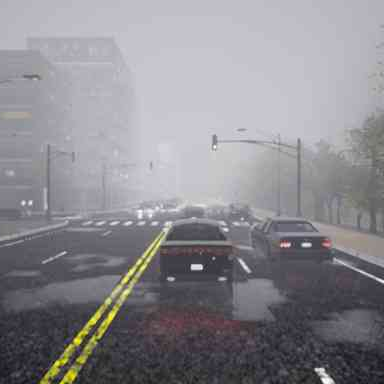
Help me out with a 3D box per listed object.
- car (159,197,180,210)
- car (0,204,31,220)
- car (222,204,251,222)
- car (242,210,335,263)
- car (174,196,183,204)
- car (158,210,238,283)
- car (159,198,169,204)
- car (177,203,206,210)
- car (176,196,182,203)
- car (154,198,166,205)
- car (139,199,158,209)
[{"bbox_3d":[-3.274,1.816,49.187,2.033,1.411,5.357,0,0,0],"label":"car"},{"bbox_3d":[-18.296,1.891,32.359,4.902,1.511,2.128,-1,0,-1],"label":"car"},{"bbox_3d":[3.385,1.624,24.799,2.128,1.511,4.902,0,0,0],"label":"car"},{"bbox_3d":[3.368,1.612,12.266,2.033,1.411,5.357,0,0,0],"label":"car"},{"bbox_3d":[-3.139,1.796,77.854,2.097,1.767,4.553,0,0,0],"label":"car"},{"bbox_3d":[0.115,1.530,9.904,1.882,1.535,5.008,0,0,0],"label":"car"},{"bbox_3d":[-6.390,1.988,76.998,1.994,1.385,4.181,0,0,0],"label":"car"},{"bbox_3d":[0.134,1.689,23.539,1.994,1.385,4.181,0,0,0],"label":"car"},{"bbox_3d":[-3.245,1.830,58.787,1.837,1.490,4.892,0,0,0],"label":"car"},{"bbox_3d":[-6.411,1.976,67.147,1.895,1.301,4.718,0,0,0],"label":"car"},{"bbox_3d":[-6.524,1.868,48.937,1.895,1.301,4.718,0,0,0],"label":"car"}]
